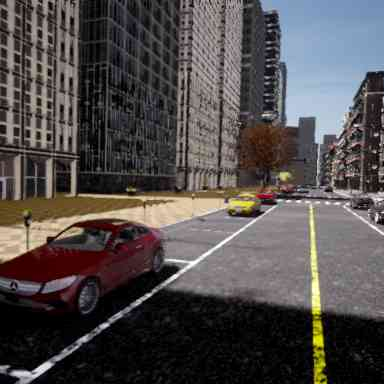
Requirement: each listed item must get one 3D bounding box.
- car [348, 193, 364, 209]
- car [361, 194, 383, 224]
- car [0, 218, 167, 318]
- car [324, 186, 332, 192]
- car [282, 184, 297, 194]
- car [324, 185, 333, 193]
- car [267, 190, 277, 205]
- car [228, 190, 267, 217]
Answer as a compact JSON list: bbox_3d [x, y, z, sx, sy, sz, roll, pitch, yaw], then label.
[{"bbox_3d":[15.276,0.804,30.027,2.008,1.369,4.403,2,2,20],"label":"car"},{"bbox_3d":[11.568,1.102,19.605,2.008,1.369,4.403,3,2,20],"label":"car"},{"bbox_3d":[-1.888,1.238,6.775,1.802,1.307,4.206,3,2,20],"label":"car"},{"bbox_3d":[35.442,-0.793,86.697,1.752,1.417,4.829,2,2,20],"label":"car"},{"bbox_3d":[18.245,-0.631,63.320,2.192,1.841,5.009,2,2,20],"label":"car"},{"bbox_3d":[33.533,-0.607,81.337,1.947,1.339,4.313,2,2,20],"label":"car"},{"bbox_3d":[7.385,0.452,32.826,1.887,1.381,4.507,3,2,20],"label":"car"},{"bbox_3d":[3.620,0.735,22.243,1.752,1.417,4.829,3,2,20],"label":"car"}]
